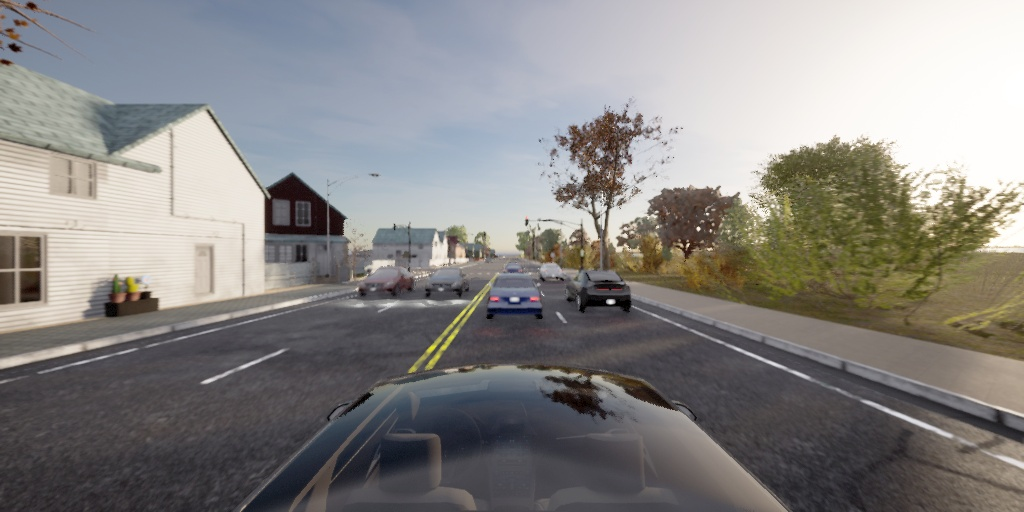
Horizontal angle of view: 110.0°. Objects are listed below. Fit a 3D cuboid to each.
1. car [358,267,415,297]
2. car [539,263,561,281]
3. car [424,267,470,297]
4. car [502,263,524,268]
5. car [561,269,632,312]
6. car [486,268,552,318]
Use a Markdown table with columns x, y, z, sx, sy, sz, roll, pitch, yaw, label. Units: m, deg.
| x | y | z | sx | sy | sz | roll | pitch | yaw | label |
| --- | --- | --- | --- | --- | --- | --- | --- | --- | --- |
| -6.600 | 1.328 | 19.385 | 1.812 | 1.442 | 4.674 | 0 | 0 | 0 | car |
| 3.338 | 1.358 | 31.082 | 1.812 | 1.442 | 4.674 | 0 | 0 | 0 | car |
| -3.349 | 1.328 | 19.260 | 1.812 | 1.442 | 4.674 | 0 | 0 | 0 | car |
| 0.088 | 1.358 | 31.109 | 1.812 | 1.442 | 4.674 | 0 | 0 | 0 | car |
| 3.335 | 1.295 | 14.510 | 1.837 | 1.490 | 4.892 | 0 | 0 | 0 | car |
| 0.085 | 1.333 | 13.058 | 2.033 | 1.411 | 5.357 | 0 | 0 | 0 | car |
